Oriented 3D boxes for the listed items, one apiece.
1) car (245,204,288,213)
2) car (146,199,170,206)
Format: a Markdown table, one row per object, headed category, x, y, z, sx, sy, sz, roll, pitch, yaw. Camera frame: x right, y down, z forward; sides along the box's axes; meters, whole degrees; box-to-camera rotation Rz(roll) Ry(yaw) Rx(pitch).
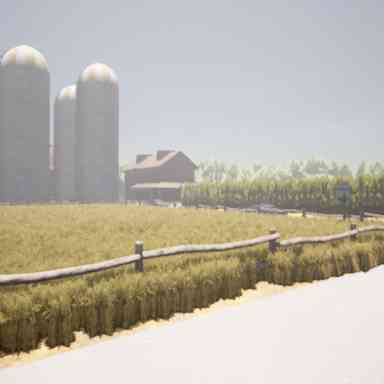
| category | x | y | z | sx | sy | sz | roll | pitch | yaw |
| --- | --- | --- | --- | --- | --- | --- | --- | --- | --- |
| car | 6.548 | 1.731 | 29.749 | 1.994 | 1.385 | 4.181 | 0 | 0 | -36 |
| car | -4.763 | 1.728 | 45.638 | 1.812 | 1.442 | 4.674 | 0 | 0 | -36 |
